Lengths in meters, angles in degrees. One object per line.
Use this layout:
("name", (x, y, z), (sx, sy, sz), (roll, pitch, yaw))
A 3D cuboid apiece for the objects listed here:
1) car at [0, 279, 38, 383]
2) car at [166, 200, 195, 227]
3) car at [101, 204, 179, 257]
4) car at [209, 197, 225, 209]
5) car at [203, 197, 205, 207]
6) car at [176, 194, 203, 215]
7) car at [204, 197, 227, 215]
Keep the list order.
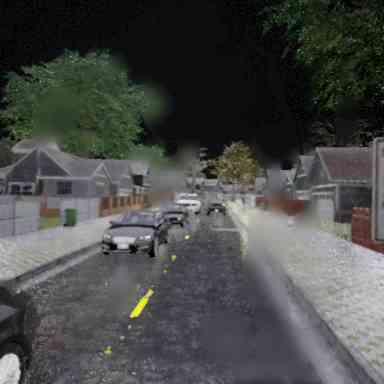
("car", (-2.817, 1.447, 1.918), (1.837, 1.490, 4.892), (1, 0, 4))
("car", (-1.223, 1.508, 22.760), (2.033, 1.411, 5.357), (1, 0, 4))
("car", (-1.975, 1.445, 12.911), (2.128, 1.511, 4.902), (1, 0, 4))
("car", (3.609, 1.530, 48.201), (2.128, 1.511, 4.902), (1, 0, 5))
("car", (1.025, 1.314, 51.109), (2.128, 1.511, 4.902), (1, 0, 4))
("car", (-0.324, 1.193, 33.908), (2.150, 2.045, 5.566), (1, 0, 5))
("car", (2.545, 1.533, 34.100), (1.837, 1.490, 4.892), (1, 0, 5))
